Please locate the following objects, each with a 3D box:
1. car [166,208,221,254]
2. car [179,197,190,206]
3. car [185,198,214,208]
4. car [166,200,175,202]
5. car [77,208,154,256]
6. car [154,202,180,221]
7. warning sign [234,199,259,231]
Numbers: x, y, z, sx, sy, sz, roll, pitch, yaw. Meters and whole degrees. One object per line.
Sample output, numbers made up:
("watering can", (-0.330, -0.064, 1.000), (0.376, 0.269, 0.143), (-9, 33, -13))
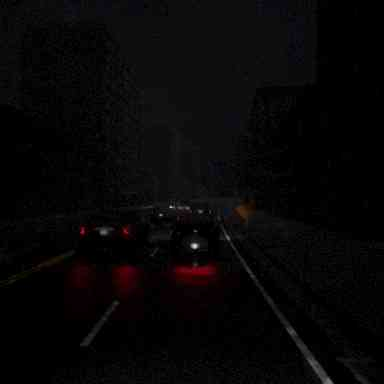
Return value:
("car", (0.179, 1.654, 14.114), (1.837, 1.490, 4.892), (0, 0, 2))
("car", (-1.527, 2.105, 71.492), (2.150, 2.045, 5.566), (0, -1, 8))
("car", (0.787, 1.663, 28.739), (2.097, 1.767, 4.553), (0, -1, 3))
("car", (-4.745, 2.428, 71.942), (2.033, 1.411, 5.357), (0, -1, 8))
("car", (-3.080, 1.494, 13.976), (2.097, 1.767, 4.553), (0, -1, 2))
("car", (-2.437, 1.883, 29.158), (1.994, 1.385, 4.181), (0, -1, 3))
("warning sign", (3.188, 1.319, 19.443), (1.300, 1.860, 1.060), (0, -1, 2))
